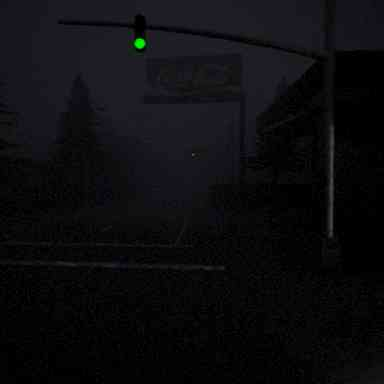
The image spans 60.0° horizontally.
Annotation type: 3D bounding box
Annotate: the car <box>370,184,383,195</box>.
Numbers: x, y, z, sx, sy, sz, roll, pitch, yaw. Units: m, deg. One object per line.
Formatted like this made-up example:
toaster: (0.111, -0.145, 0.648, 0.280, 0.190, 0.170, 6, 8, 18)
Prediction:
car: (34.868, -0.267, 60.381, 2.007, 1.523, 4.514, 0, 2, 2)

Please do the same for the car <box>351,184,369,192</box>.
car: (39.122, -0.980, 78.297, 1.905, 1.878, 3.866, 0, 2, 2)

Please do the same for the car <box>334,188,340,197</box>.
car: (22.126, -0.031, 53.160, 1.970, 1.475, 3.806, 0, 2, 2)
